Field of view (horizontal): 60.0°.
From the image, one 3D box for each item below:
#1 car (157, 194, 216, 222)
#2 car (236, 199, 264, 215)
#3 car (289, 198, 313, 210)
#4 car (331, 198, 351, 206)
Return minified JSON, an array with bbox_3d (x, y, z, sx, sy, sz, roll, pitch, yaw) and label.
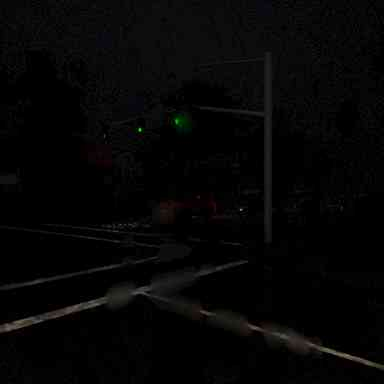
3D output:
[{"bbox_3d":[-0.332,1.221,27.013,2.150,2.045,5.566,0,0,41],"label":"car"},{"bbox_3d":[6.463,1.491,34.817,2.128,1.511,4.902,0,0,41],"label":"car"},{"bbox_3d":[14.538,1.526,44.100,1.812,1.442,4.674,0,0,41],"label":"car"},{"bbox_3d":[25.250,1.599,56.286,1.895,1.301,4.718,0,0,41],"label":"car"}]
